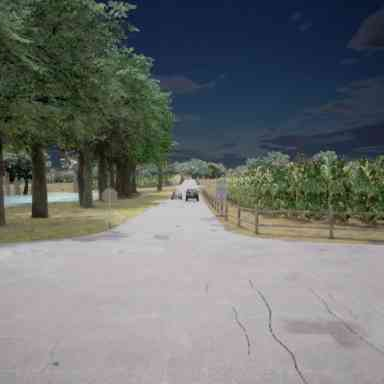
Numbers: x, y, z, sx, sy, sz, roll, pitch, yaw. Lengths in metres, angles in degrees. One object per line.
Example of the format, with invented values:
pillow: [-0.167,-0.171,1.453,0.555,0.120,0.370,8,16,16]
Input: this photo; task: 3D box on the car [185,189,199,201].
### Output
car: [0.027,0.435,55.074,2.150,2.045,5.566,0,2,0]

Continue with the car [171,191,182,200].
car: [-2.720,0.607,59.642,1.812,1.442,4.674,0,2,0]

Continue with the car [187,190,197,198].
car: [0.033,0.366,65.466,1.882,1.535,5.008,0,2,0]
